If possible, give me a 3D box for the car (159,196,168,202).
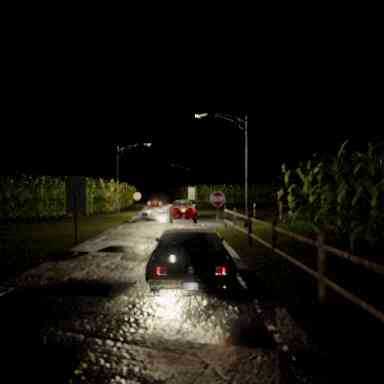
[{"bbox_3d":[-7.372,1.803,85.019,1.994,1.385,4.181,0,0,-10],"label":"car"}]

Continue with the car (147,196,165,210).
[{"bbox_3d":[-5.200,1.530,46.606,2.097,1.767,4.553,0,0,-6],"label":"car"}]

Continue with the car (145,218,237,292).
[{"bbox_3d":[-0.060,1.630,8.960,1.895,1.301,4.718,0,0,-1],"label":"car"}]

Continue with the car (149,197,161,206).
[{"bbox_3d":[-6.891,1.753,62.400,2.128,1.511,4.902,0,0,-7],"label":"car"}]

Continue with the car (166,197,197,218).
[{"bbox_3d":[-0.788,1.432,26.930,2.097,1.767,4.553,0,0,-3],"label":"car"}]

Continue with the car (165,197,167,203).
[{"bbox_3d":[-5.849,1.878,75.444,1.994,1.385,4.181,0,0,-9],"label":"car"}]

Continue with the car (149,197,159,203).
[{"bbox_3d":[-8.956,1.827,77.605,2.033,1.411,5.357,0,0,-9],"label":"car"}]
